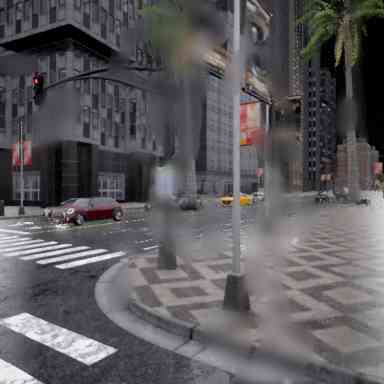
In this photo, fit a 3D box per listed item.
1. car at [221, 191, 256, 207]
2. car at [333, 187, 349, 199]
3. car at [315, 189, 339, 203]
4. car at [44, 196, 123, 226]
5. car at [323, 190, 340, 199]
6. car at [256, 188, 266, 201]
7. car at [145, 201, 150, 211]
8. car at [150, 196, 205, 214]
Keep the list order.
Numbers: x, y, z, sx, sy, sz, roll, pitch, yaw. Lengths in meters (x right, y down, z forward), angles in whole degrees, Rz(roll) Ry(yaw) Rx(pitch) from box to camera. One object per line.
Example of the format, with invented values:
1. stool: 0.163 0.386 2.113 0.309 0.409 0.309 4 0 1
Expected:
1. car: 5.143 0.856 38.122 1.882 1.535 5.008 0 1 36
2. car: 23.703 0.238 52.750 2.150 2.045 5.566 0 1 36
3. car: 17.842 0.684 44.471 1.837 1.490 4.892 0 1 35
4. car: -6.675 1.085 21.462 2.097 1.767 4.553 0 1 35
5. car: 25.791 0.361 61.309 1.882 1.535 5.008 0 1 36
6. car: 11.108 0.443 52.003 2.150 2.045 5.566 0 1 35
7. car: -2.633 1.052 32.777 1.812 1.442 4.674 0 1 35
8. car: -0.948 1.106 29.546 2.033 1.411 5.357 0 1 35
